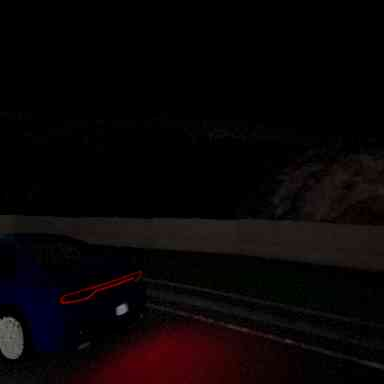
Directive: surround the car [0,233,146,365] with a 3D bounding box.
[{"bbox_3d":[-3.145,1.466,5.786,5.008,1.535,1.882,0,0,28],"label":"car"}]
